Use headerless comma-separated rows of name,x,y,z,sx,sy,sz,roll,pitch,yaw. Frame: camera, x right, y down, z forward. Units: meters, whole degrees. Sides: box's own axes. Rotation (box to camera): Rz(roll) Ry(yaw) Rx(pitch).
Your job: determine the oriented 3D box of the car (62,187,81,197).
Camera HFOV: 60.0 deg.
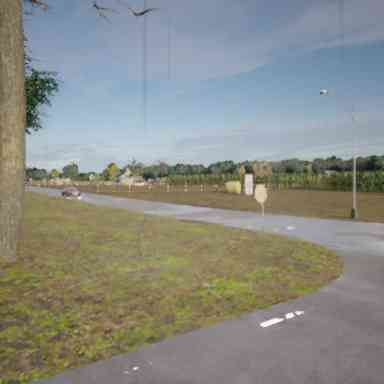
car,-18.294,-0.085,50.204,1.812,1.442,4.674,-3,4,-36
